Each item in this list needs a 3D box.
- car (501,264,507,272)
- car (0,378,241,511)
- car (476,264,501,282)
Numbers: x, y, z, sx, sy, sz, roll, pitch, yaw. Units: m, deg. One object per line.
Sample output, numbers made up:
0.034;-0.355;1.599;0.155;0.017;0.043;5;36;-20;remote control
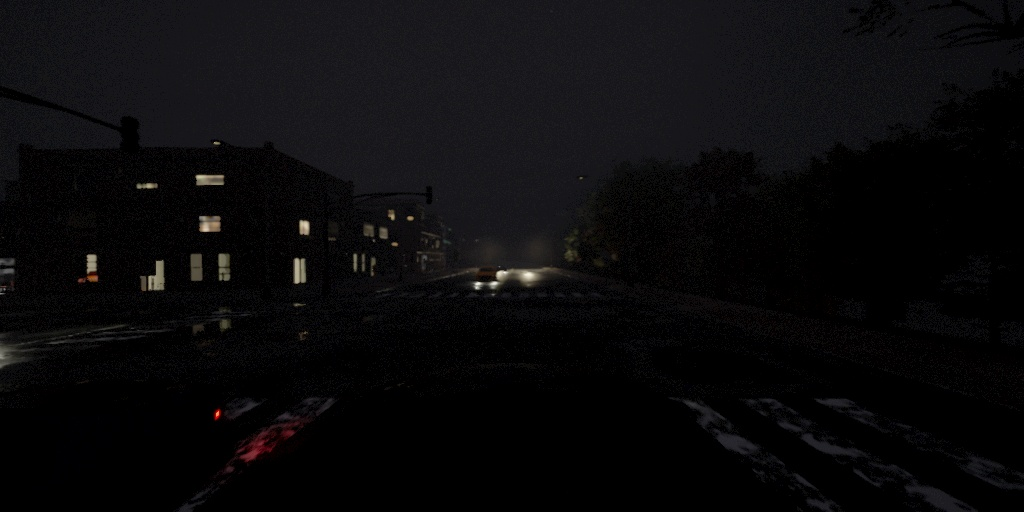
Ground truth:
-1.902;2.210;65.010;1.812;1.442;4.674;0;0;1;car
-3.241;1.308;0.585;2.033;1.411;5.357;0;-1;1;car
-2.481;1.775;35.817;1.882;1.535;5.008;0;0;1;car
